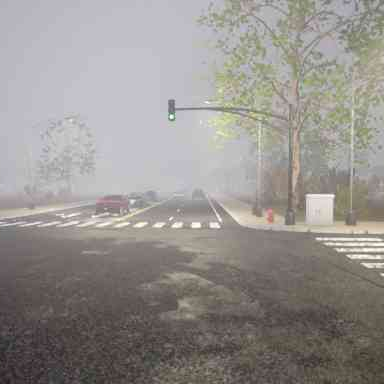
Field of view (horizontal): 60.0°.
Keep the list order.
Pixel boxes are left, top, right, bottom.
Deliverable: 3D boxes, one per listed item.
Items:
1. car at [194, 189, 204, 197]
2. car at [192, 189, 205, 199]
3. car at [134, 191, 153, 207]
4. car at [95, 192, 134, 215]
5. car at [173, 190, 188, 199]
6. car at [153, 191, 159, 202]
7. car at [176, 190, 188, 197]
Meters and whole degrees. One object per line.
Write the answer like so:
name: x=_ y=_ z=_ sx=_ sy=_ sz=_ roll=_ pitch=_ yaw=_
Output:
car: x=1.371 y=0.215 z=65.574 sx=1.882 sy=1.535 sz=5.008 roll=0 pitch=1 yaw=2
car: x=1.105 y=0.279 z=55.511 sx=2.097 sy=1.767 sz=4.553 roll=0 pitch=1 yaw=2
car: x=-5.995 y=0.762 z=36.194 sx=2.128 sy=1.511 sz=4.902 roll=0 pitch=1 yaw=2
car: x=-6.247 y=0.919 z=26.722 sx=1.882 sy=1.535 sz=5.008 roll=0 pitch=1 yaw=1
car: x=-2.142 y=0.518 z=55.695 sx=1.895 sy=1.301 sz=4.718 roll=0 pitch=1 yaw=2
car: x=-5.727 y=0.589 z=46.377 sx=1.837 sy=1.490 sz=4.892 roll=0 pitch=1 yaw=2
car: x=-1.878 y=0.276 z=65.661 sx=2.033 sy=1.411 sz=5.357 roll=0 pitch=1 yaw=2
